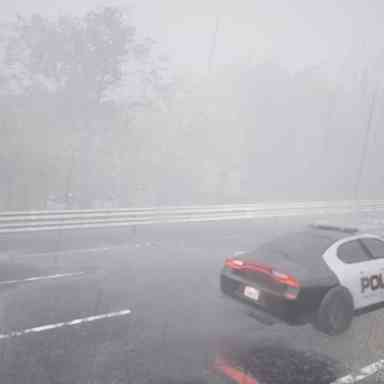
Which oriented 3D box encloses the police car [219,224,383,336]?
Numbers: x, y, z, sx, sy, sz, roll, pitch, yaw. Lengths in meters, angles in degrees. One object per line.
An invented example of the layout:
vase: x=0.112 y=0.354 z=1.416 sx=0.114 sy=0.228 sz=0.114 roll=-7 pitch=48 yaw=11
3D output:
police car: x=3.053 y=1.458 z=6.673 sx=4.974 sy=1.542 sz=2.038 roll=0 pitch=0 yaw=-31
